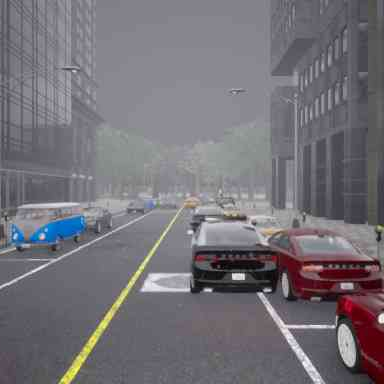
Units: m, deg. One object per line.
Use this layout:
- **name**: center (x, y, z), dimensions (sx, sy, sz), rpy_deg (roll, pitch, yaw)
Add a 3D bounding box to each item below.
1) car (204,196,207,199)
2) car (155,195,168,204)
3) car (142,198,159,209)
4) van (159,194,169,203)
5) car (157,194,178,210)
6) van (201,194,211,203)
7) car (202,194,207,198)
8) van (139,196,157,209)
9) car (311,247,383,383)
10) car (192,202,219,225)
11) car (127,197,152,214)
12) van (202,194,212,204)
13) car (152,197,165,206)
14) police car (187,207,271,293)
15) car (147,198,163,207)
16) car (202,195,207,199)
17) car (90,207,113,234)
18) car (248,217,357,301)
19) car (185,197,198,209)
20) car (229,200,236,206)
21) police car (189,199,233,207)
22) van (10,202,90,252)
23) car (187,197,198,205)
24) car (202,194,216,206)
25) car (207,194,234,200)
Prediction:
- **car**: center (2.809, 1.532, 40.960), dimensions (1.752, 1.417, 4.829), rpy_deg (0, 0, 0)
- **car**: center (-5.690, 1.459, 62.551), dimensions (1.967, 1.590, 4.097), rpy_deg (0, 0, 0)
- **car**: center (-5.710, 1.534, 46.069), dimensions (1.752, 1.417, 4.829), rpy_deg (0, 0, 0)
- **van**: center (-5.684, 1.363, 67.989), dimensions (1.690, 1.788, 3.998), rpy_deg (0, 0, 0)
- **car**: center (-2.951, 1.359, 42.409), dimensions (2.097, 1.767, 4.553), rpy_deg (0, 0, 0)
- **van**: center (2.841, 1.363, 67.978), dimensions (1.690, 1.788, 3.998), rpy_deg (0, 0, 0)
- **car**: center (2.822, 1.452, 51.665), dimensions (1.967, 1.590, 4.097), rpy_deg (0, 0, 0)
- **van**: center (-5.717, 1.348, 40.801), dimensions (1.690, 1.788, 3.998), rpy_deg (0, 0, 0)
- **car**: center (2.763, 1.545, 2.727), dimensions (1.887, 1.381, 4.507), rpy_deg (0, 0, 0)
- **car**: center (0.929, 1.528, 24.871), dimensions (1.812, 1.442, 4.674), rpy_deg (0, 0, 0)
- **car**: center (-5.723, 1.571, 35.363), dimensions (1.947, 1.339, 4.313), rpy_deg (0, 0, 0)
- **van**: center (2.835, 1.359, 62.541), dimensions (1.690, 1.788, 3.998), rpy_deg (0, 0, 0)
- **car**: center (-5.697, 1.540, 56.944), dimensions (1.752, 1.417, 4.829), rpy_deg (0, 0, 0)
- **police car**: center (0.898, 1.425, 8.981), dimensions (1.930, 1.638, 5.238), rpy_deg (0, 0, 0)
- **car**: center (-5.703, 1.578, 51.676), dimensions (1.947, 1.339, 4.313), rpy_deg (0, 0, 0)
- **car**: center (2.815, 1.554, 46.228), dimensions (1.887, 1.381, 4.507), rpy_deg (0, 0, 0)
- **car**: center (-5.742, 1.552, 19.051), dimensions (2.008, 1.369, 4.403), rpy_deg (0, 0, 0)
- **car**: center (2.770, 1.545, 8.165), dimensions (1.887, 1.381, 4.507), rpy_deg (0, 0, 0)
- **car**: center (0.066, 1.487, 46.737), dimensions (1.882, 1.535, 5.008), rpy_deg (0, 0, 1)
- **car**: center (2.790, 1.527, 24.648), dimensions (1.752, 1.417, 4.829), rpy_deg (0, 0, 0)
- **police car**: center (0.921, 1.426, 18.982), dimensions (1.930, 1.638, 5.238), rpy_deg (0, 0, 0)
- **van**: center (-5.749, 1.342, 13.613), dimensions (1.690, 1.788, 3.998), rpy_deg (0, 0, 0)
- **car**: center (0.071, 1.581, 60.656), dimensions (1.994, 1.385, 4.181), rpy_deg (0, 0, 0)
- **car**: center (2.828, 1.330, 57.103), dimensions (2.192, 1.841, 5.009), rpy_deg (0, 0, 0)
- **car**: center (2.796, 1.318, 29.915), dimensions (2.192, 1.841, 5.009), rpy_deg (0, 0, 0)
